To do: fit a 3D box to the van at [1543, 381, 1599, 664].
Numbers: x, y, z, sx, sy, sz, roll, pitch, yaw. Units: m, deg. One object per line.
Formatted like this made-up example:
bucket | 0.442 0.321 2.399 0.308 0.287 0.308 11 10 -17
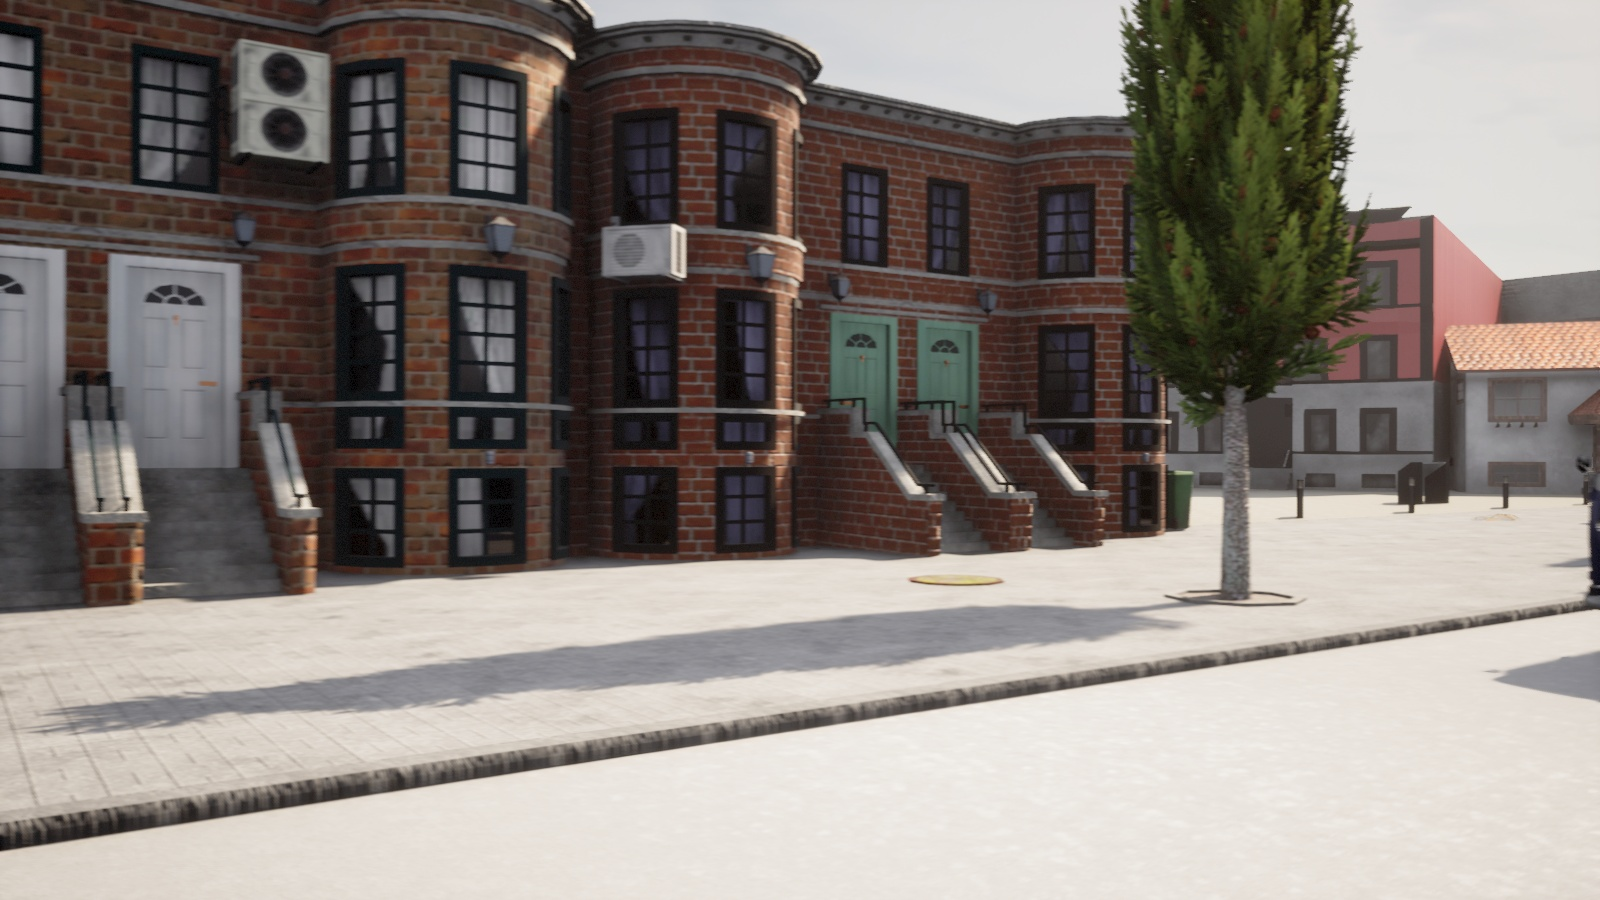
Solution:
van | 7.716 0.505 9.641 4.442 1.987 1.775 0 0 -35
